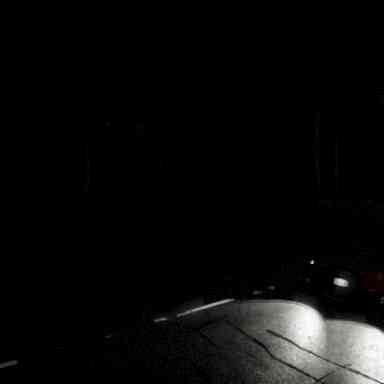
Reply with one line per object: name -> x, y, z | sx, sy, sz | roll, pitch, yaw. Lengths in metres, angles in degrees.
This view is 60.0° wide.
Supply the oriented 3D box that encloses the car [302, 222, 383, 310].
car -> 4.243, 1.352, 7.015 | 4.181, 1.385, 1.994 | -2, 1, -35
